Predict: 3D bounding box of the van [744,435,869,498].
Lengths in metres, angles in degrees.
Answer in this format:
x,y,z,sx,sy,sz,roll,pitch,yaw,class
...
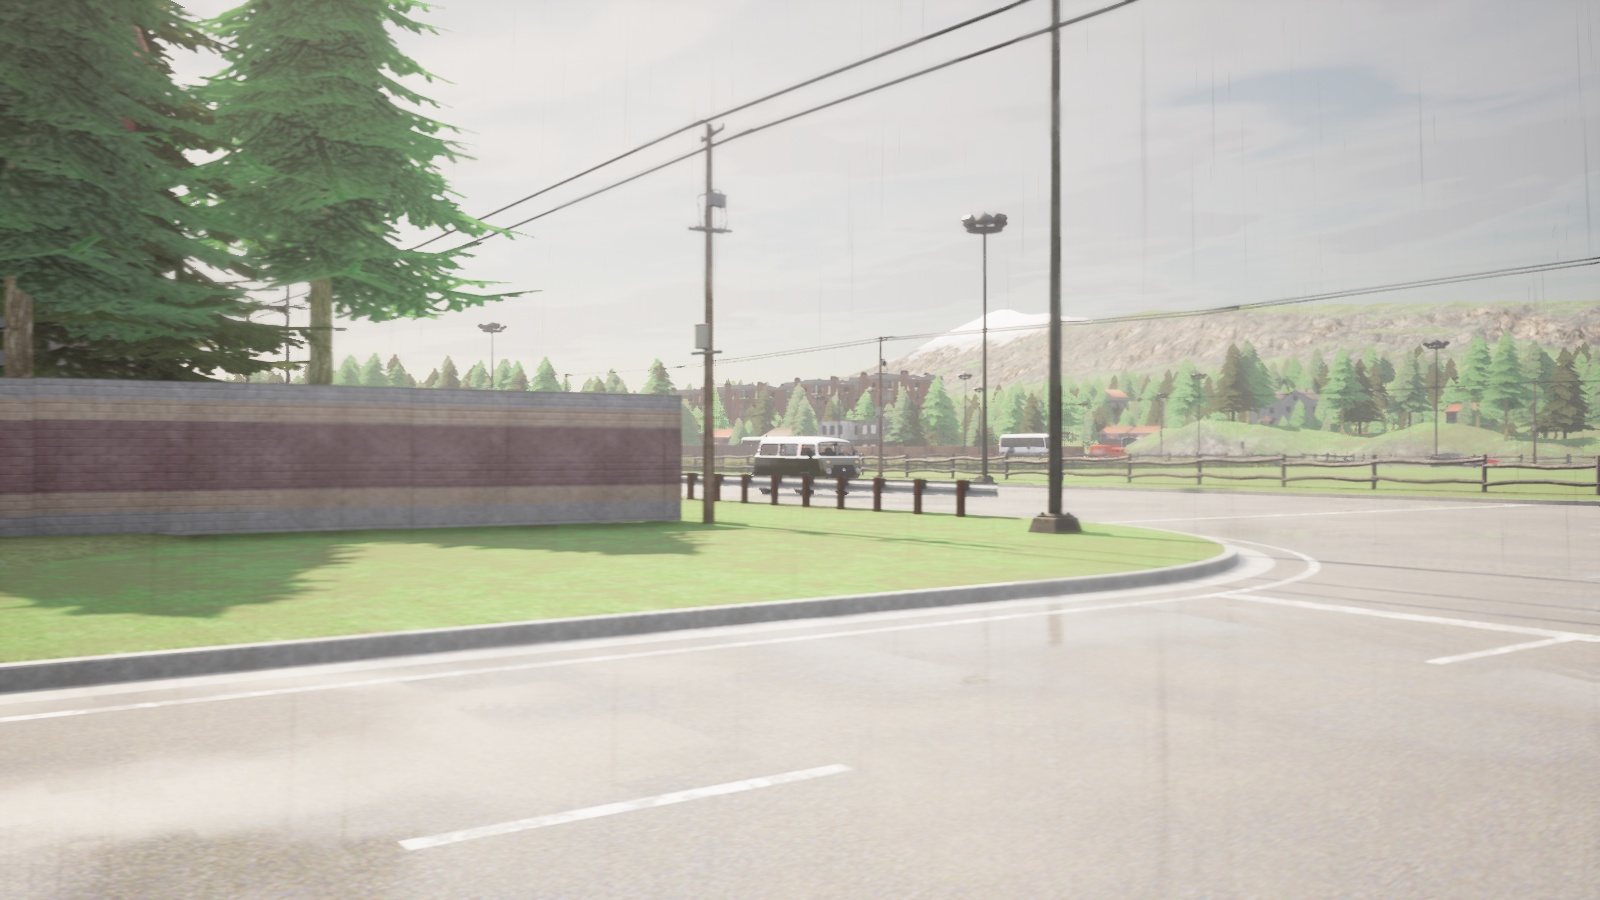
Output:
x,y,z,sx,sy,sz,roll,pitch,yaw,class
0.171,0.544,43.125,2.069,2.038,4.480,0,0,-35,van
